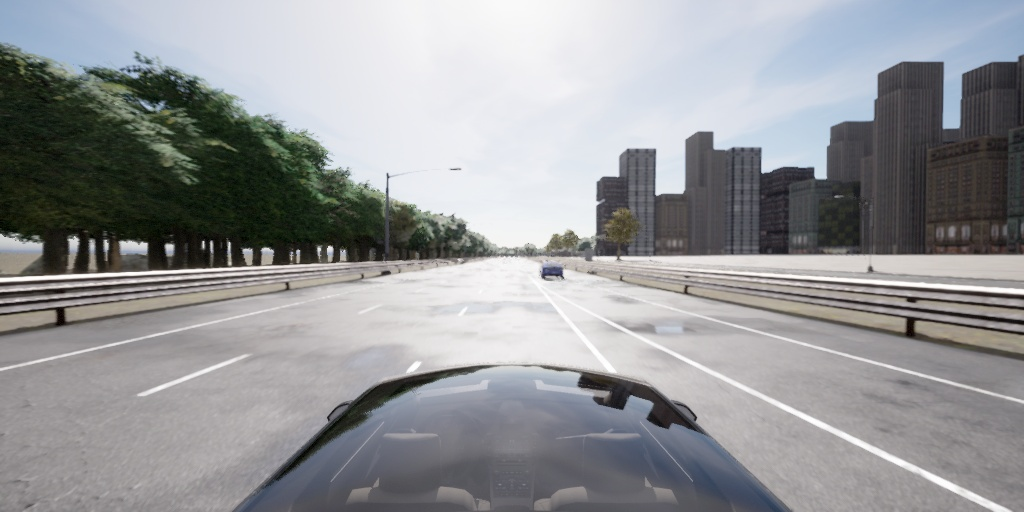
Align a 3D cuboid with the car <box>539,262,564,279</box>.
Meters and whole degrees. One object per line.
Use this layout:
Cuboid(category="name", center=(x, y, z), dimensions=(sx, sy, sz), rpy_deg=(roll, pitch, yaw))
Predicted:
Cuboid(category="car", center=(3.576, 1.273, 33.243), dimensions=(1.882, 1.535, 5.008), rpy_deg=(0, 0, -1))
